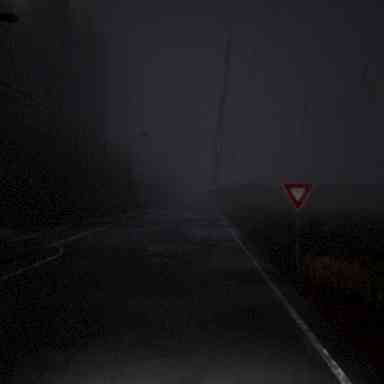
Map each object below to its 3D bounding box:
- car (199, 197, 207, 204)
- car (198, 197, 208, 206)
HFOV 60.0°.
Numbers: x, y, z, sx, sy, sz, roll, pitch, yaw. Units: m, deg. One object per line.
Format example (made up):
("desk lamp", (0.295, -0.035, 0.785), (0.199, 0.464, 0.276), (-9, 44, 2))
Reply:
("car", (2.380, 1.902, 72.842), (1.812, 1.442, 4.674), (0, 0, 2))
("car", (2.026, 1.906, 62.229), (2.033, 1.411, 5.357), (0, 0, 2))
